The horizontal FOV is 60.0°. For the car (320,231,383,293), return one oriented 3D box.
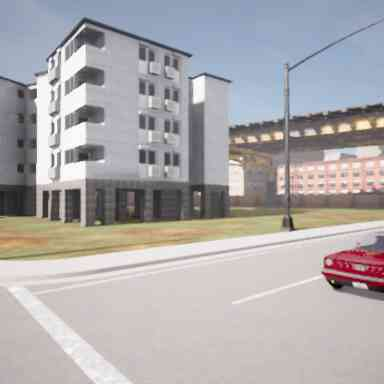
[{"bbox_3d":[5.274,1.712,8.548,4.718,1.301,1.895,1,-1,-40],"label":"car"}]
